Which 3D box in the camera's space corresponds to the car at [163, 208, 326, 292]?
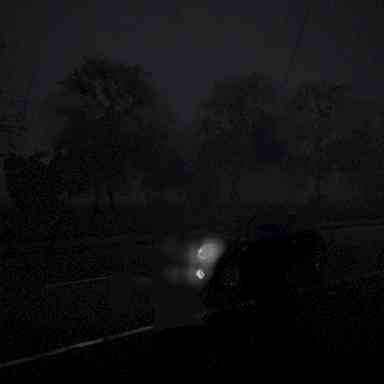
[{"bbox_3d":[1.501,1.341,9.010,4.553,1.767,2.097,0,0,-32],"label":"car"}]
